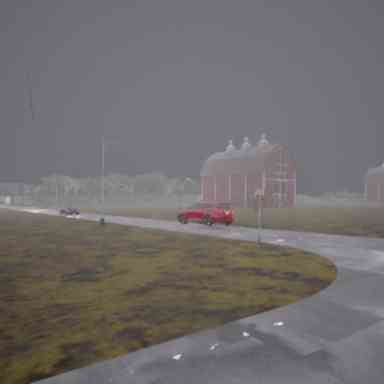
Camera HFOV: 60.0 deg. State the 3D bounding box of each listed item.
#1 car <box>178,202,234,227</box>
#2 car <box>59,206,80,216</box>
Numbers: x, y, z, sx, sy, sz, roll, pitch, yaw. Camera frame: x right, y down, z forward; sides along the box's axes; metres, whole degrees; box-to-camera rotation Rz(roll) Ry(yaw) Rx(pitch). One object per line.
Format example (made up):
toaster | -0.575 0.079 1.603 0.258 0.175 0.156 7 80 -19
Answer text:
car | 1.079 1.854 28.169 2.150 2.045 5.566 3 -3 -39
car | -18.530 2.793 50.070 2.033 1.411 5.357 2 -2 -36
